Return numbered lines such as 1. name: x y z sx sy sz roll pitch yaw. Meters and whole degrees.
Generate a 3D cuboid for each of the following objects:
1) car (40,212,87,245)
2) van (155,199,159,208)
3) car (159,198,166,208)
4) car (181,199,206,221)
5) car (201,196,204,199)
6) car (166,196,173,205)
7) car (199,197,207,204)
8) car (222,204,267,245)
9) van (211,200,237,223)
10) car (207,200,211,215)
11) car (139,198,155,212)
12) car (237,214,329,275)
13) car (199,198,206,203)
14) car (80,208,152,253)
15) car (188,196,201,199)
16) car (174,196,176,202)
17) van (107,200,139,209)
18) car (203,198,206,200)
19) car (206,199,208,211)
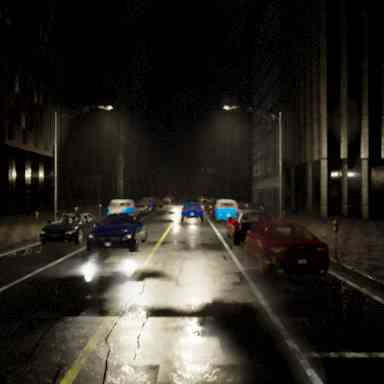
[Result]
1. car: -5.768 1.666 16.141 2.008 1.369 4.403 0 0 0
2. van: -5.780 1.657 44.190 1.690 1.788 3.998 0 0 0
3. car: -5.785 1.926 55.237 1.752 1.417 4.829 0 0 0
4. car: 0.035 1.691 29.823 1.882 1.535 5.008 0 0 0
5. car: 2.733 2.090 72.243 2.008 1.369 4.403 0 0 0
6. car: -5.792 2.105 72.234 1.947 1.339 4.313 0 0 0
7. car: 2.729 2.071 83.463 1.967 1.590 4.097 0 0 0
8. car: 2.757 1.556 16.155 1.967 1.590 4.097 0 0 0
9. van: 2.752 1.537 27.374 1.690 1.788 3.998 0 0 0
10. car: 2.750 1.781 32.981 1.887 1.381 4.507 0 0 0
11. car: -5.778 1.716 38.580 1.967 1.590 4.097 0 0 0
12. car: 2.759 1.620 10.545 1.887 1.381 4.507 0 0 0
13. car: 2.726 2.259 89.070 1.802 1.307 4.206 0 0 0
14. car: -3.017 1.628 14.270 1.812 1.442 4.674 0 -1 0
15. car: -0.021 1.758 55.933 2.097 1.767 4.553 0 0 0
16. car: -5.796 1.946 83.455 2.192 1.841 5.009 0 0 0
17. van: -5.773 1.537 27.362 1.690 1.788 3.998 0 0 0
18. car: 2.745 1.843 44.370 1.752 1.417 4.829 0 0 0
19. car: 2.748 1.842 38.591 1.947 1.339 4.313 0 0 0
